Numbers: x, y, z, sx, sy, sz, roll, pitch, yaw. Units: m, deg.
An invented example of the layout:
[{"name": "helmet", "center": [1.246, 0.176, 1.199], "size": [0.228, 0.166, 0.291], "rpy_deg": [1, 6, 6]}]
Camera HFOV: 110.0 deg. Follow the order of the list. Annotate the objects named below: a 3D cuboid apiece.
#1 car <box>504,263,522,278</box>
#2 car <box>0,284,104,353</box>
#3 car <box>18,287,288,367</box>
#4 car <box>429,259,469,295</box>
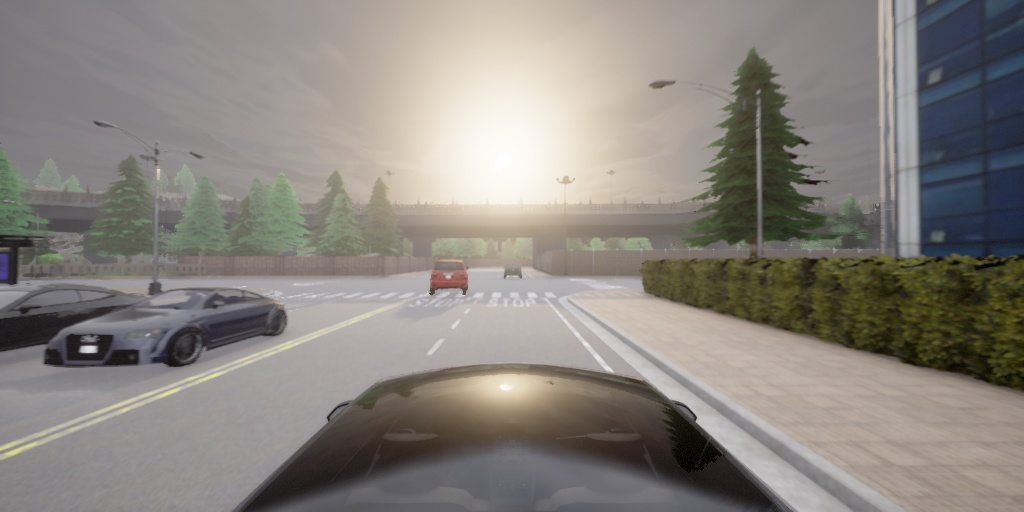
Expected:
[{"name": "car", "center": [0.103, 1.663, 42.908], "size": [2.097, 1.767, 4.553], "rpy_deg": [0, -1, 0]}, {"name": "car", "center": [-10.550, 1.358, 7.751], "size": [1.812, 1.442, 4.674], "rpy_deg": [0, -1, 1]}, {"name": "car", "center": [-7.049, 1.400, 7.972], "size": [1.994, 1.385, 4.181], "rpy_deg": [0, -1, 0]}, {"name": "car", "center": [-3.911, 1.227, 22.406], "size": [2.150, 2.045, 5.566], "rpy_deg": [1, 0, -9]}]
